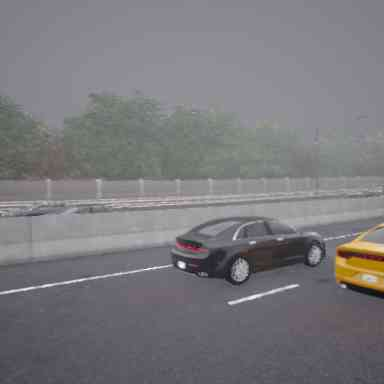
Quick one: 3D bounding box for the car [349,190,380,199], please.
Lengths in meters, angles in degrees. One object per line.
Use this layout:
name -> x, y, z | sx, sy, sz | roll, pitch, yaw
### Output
car -> 23.568, 0.381, 45.447 | 4.718, 1.301, 1.895 | -2, 1, -33

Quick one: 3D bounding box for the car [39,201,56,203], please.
car -> -6.747, 1.425, 20.637 | 4.674, 1.442, 1.812 | -1, 1, -35

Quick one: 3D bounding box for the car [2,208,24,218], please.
car -> -10.070, 1.407, 22.580 | 4.902, 1.511, 2.128 | -1, 1, -35

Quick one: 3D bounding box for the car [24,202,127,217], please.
car -> -5.645, 1.425, 17.130 | 4.892, 1.490, 1.837 | -1, 1, -35

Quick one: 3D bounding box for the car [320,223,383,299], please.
car -> 5.250, 1.370, 7.446 | 5.008, 1.535, 1.882 | -1, 1, -35

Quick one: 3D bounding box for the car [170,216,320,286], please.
car -> 1.732, 1.424, 9.253 | 4.892, 1.490, 1.837 | -1, 1, -35
